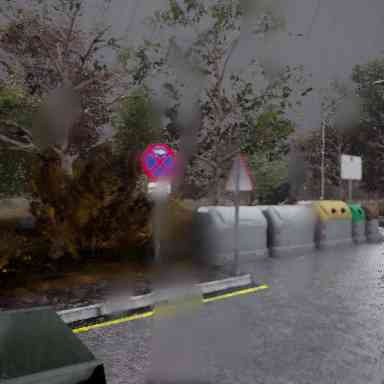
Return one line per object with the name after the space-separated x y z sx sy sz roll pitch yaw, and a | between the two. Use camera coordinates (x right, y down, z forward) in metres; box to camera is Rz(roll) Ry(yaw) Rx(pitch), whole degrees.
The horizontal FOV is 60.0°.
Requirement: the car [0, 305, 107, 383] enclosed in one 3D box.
-3.115 1.588 2.120 4.718 1.301 1.895 1 0 -36 | car
